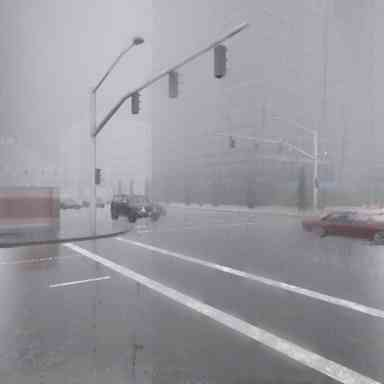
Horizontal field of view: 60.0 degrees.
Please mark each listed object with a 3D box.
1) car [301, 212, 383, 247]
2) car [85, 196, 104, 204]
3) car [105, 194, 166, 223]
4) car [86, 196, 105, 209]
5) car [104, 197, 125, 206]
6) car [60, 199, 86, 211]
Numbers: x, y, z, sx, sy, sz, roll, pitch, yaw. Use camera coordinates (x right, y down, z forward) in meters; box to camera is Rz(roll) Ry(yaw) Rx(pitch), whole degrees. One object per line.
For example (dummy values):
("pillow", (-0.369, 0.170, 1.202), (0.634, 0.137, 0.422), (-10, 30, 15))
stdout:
("car", (7.539, 1.601, 15.243), (1.895, 1.301, 4.718), (0, 0, -36))
("car", (-19.086, 1.492, 64.785), (2.128, 1.511, 4.902), (0, 0, -36))
("car", (-4.597, 1.220, 26.151), (2.150, 2.045, 5.566), (0, 0, -35))
("car", (-13.170, 1.477, 44.165), (1.882, 1.535, 5.008), (0, 0, -36))
("car", (-13.119, 1.526, 56.451), (1.812, 1.442, 4.674), (0, 0, -36))
("car", (-15.299, 1.547, 41.120), (2.033, 1.411, 5.357), (0, 0, -36))
